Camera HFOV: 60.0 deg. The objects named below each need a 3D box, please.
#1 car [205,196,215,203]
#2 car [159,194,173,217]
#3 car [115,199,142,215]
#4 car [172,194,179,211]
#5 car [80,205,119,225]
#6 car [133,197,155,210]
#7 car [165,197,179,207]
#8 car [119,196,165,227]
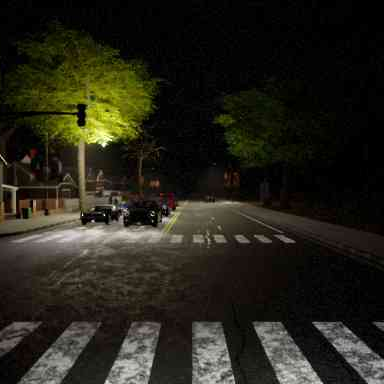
[{"bbox_3d":[3.677,1.505,67.636,1.837,1.490,4.892,0,0,1],"label":"car"},{"bbox_3d":[-3.193,1.343,31.381,2.097,1.767,4.553,0,0,0],"label":"car"},{"bbox_3d":[-6.419,1.517,34.193,1.812,1.442,4.674,0,0,0],"label":"car"},{"bbox_3d":[-3.143,1.214,41.216,2.150,2.045,5.566,0,0,1],"label":"car"},{"bbox_3d":[-6.479,1.593,24.021,1.895,1.301,4.718,0,0,0],"label":"car"},{"bbox_3d":[-6.369,1.485,44.633,2.128,1.511,4.902,0,0,1],"label":"car"},{"bbox_3d":[-3.056,1.499,51.655,1.837,1.490,4.892,0,0,1],"label":"car"},{"bbox_3d":[-3.238,1.345,22.524,2.097,1.767,4.553,0,0,0],"label":"car"}]
